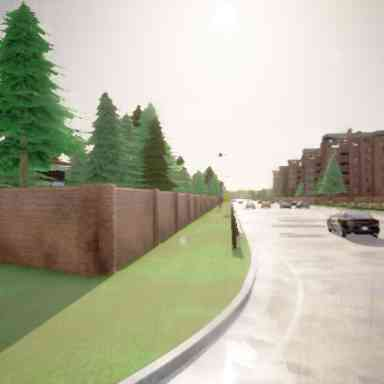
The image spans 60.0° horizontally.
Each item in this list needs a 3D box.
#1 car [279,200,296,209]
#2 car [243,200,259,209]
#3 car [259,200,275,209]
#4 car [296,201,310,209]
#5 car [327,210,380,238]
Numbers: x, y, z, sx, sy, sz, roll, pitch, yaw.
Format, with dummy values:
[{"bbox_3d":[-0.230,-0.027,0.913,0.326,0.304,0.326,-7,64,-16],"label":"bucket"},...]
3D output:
[{"bbox_3d":[18.929,2.754,67.354,2.033,1.411,5.357,0,-1,7],"label":"car"},{"bbox_3d":[11.875,2.755,67.289,1.812,1.442,4.674,0,-1,7],"label":"car"},{"bbox_3d":[15.850,2.770,71.178,1.882,1.535,5.008,0,-1,7],"label":"car"},{"bbox_3d":[22.448,2.561,67.332,2.097,1.767,4.553,0,-1,7],"label":"car"},{"bbox_3d":[9.584,1.834,20.107,1.882,1.535,5.008,0,-1,9],"label":"car"}]
